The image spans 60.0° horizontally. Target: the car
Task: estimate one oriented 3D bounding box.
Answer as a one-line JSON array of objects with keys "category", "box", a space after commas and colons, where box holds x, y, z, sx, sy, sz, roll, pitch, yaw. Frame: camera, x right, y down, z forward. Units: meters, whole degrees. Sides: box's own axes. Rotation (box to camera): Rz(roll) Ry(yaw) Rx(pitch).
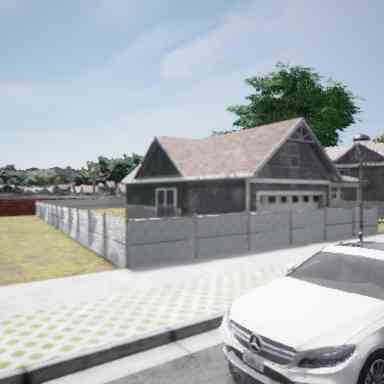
[{"category": "car", "box": [2.544, 1.523, 4.866, 4.674, 1.442, 1.812, 0, 0, -35]}]
